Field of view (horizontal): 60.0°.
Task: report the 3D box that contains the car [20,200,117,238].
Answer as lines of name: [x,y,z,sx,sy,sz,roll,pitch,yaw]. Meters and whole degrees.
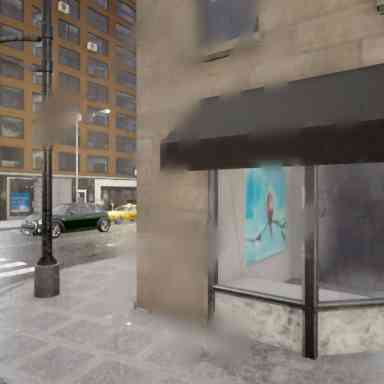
car: [-6.626,1.366,17.807,2.097,1.767,4.553,0,0,36]

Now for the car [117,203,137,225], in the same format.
car: [-4.825,1.548,24.633,1.752,1.417,4.829,0,0,36]
